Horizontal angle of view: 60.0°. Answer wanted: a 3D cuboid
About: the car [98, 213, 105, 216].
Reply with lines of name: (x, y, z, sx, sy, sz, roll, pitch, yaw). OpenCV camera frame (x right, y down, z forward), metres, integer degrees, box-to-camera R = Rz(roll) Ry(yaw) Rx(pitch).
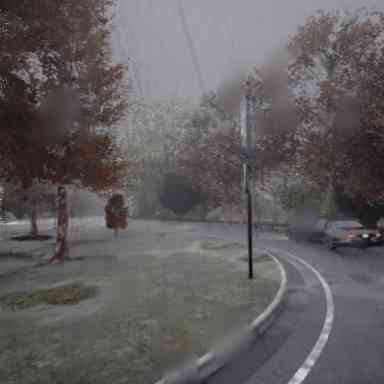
car: (-20.772, 5.540, 78.125, 1.994, 1.385, 4.181, -1, -6, -7)

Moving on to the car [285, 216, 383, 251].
car: (6.406, 1.846, 15.726, 2.033, 1.411, 5.357, -1, -1, -12)
